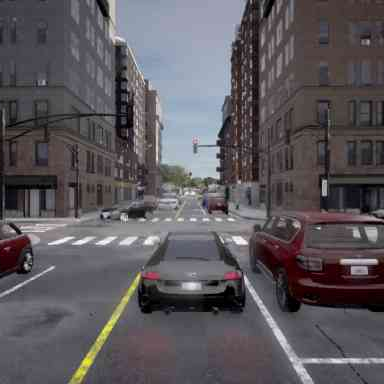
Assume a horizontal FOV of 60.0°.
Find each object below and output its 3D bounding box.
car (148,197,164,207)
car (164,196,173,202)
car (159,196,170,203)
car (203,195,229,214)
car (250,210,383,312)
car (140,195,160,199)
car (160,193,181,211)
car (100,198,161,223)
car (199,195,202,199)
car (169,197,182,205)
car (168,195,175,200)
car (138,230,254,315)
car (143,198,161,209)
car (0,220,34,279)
[{"bbox_3d":[-5.486,1.548,51.172,2.008,1.369,4.403,0,0,0],"label":"car"},{"bbox_3d":[-5.514,1.545,78.690,2.008,1.369,4.403,0,0,0],"label":"car"},{"bbox_3d":[-5.503,1.540,67.683,1.887,1.381,4.507,0,0,0],"label":"car"},{"bbox_3d":[2.652,1.313,34.673,2.192,1.841,5.009,0,0,0],"label":"car"},{"bbox_3d":[2.628,1.315,7.617,2.192,1.841,5.009,0,0,0],"label":"car"},{"bbox_3d":[-5.475,1.313,40.164,2.192,1.841,5.009,0,0,0],"label":"car"},{"bbox_3d":[-2.897,1.211,41.972,2.150,2.045,5.566,0,1,0],"label":"car"},{"bbox_3d":[-4.969,1.495,25.975,2.128,1.511,4.902,0,0,30],"label":"car"},{"bbox_3d":[2.615,1.312,51.185,2.192,1.841,5.009,0,0,0],"label":"car"},{"bbox_3d":[-2.884,1.561,57.694,1.994,1.385,4.181,0,0,1],"label":"car"},{"bbox_3d":[-5.526,1.575,89.698,1.802,1.307,4.206,0,0,0],"label":"car"},{"bbox_3d":[0.014,1.564,7.640,1.994,1.385,4.181,0,0,1],"label":"car"},{"bbox_3d":[-5.480,1.563,45.668,1.947,1.339,4.313,0,0,0],"label":"car"},{"bbox_3d":[-5.397,1.440,7.605,1.967,1.590,4.097,0,0,0],"label":"car"}]
